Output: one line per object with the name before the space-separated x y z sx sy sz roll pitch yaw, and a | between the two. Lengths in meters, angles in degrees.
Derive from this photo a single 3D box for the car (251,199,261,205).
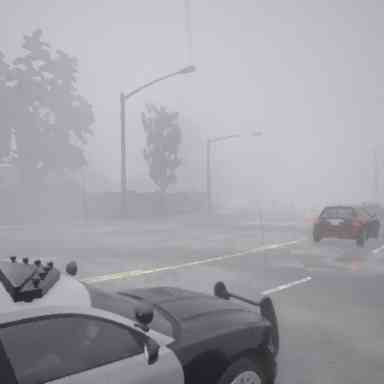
car | 13.175 2.046 69.068 1.994 1.385 4.181 -1 -1 9

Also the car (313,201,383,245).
car | 7.503 1.382 15.969 2.097 1.767 4.553 0 -1 39

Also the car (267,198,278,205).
car | 16.634 1.927 68.538 1.882 1.535 5.008 -1 -1 9

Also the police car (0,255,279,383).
police car | -1.307 1.426 2.838 5.238 1.638 1.930 0 0 -36
